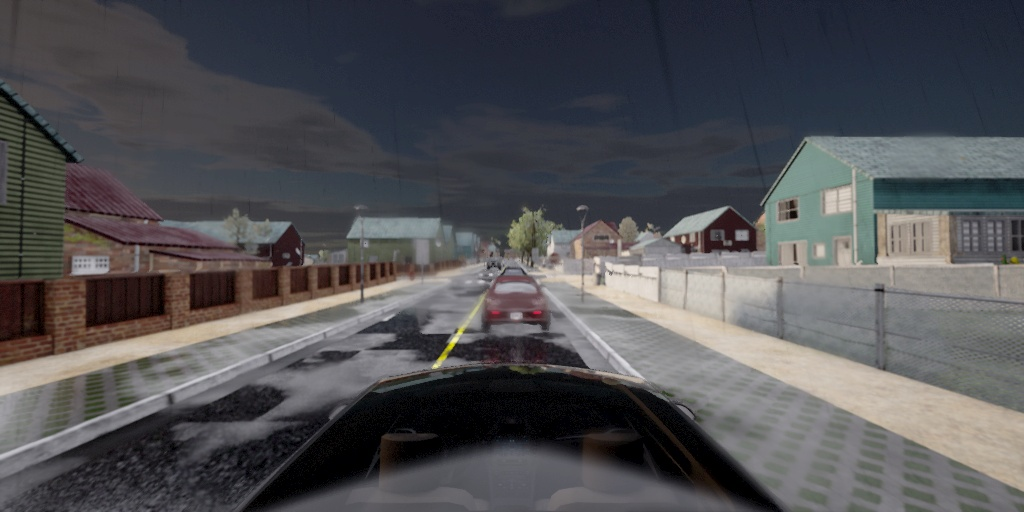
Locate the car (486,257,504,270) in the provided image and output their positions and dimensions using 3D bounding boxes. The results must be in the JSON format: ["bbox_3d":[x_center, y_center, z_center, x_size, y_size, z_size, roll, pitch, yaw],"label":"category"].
[{"bbox_3d":[-2.818,1.144,56.433,2.150,2.045,5.566,0,0,0],"label":"car"}]

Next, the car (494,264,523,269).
[{"bbox_3d":[0.103,1.384,22.027,1.994,1.385,4.181,0,0,0],"label":"car"}]

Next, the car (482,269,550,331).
[{"bbox_3d":[0.097,1.309,11.066,1.812,1.442,4.674,0,0,0],"label":"car"}]

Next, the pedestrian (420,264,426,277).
[{"bbox_3d":[-9.682,1.332,39.066,0.375,1.860,0.375,0,0,0],"label":"pedestrian"}]
